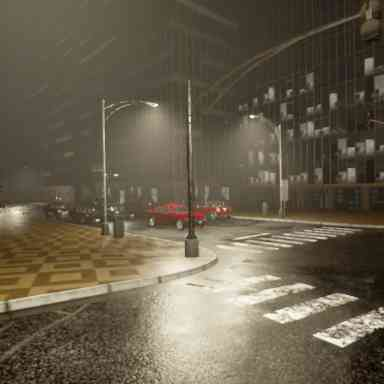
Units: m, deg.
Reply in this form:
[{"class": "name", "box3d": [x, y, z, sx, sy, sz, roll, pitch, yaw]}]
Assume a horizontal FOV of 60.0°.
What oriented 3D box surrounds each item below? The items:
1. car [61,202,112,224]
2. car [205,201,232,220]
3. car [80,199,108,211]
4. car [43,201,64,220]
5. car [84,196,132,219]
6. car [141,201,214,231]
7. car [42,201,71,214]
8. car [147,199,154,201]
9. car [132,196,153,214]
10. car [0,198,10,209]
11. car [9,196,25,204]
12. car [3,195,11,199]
[{"class": "car", "box3d": [-8.688, 1.805, 27.159, 1.947, 1.339, 4.313, -2, 1, -41]}, {"class": "car", "box3d": [1.393, 1.481, 28.331, 1.967, 1.590, 4.097, -2, 1, -41]}, {"class": "car", "box3d": [-13.402, 1.734, 45.414, 1.947, 1.339, 4.313, -2, 1, -41]}, {"class": "car", "box3d": [-12.383, 1.711, 31.423, 1.967, 1.590, 4.097, -2, 1, -41]}, {"class": "car", "box3d": [-8.156, 1.424, 30.503, 2.150, 2.045, 5.566, -1, 0, -41]}, {"class": "car", "box3d": [-1.122, 1.617, 22.385, 1.882, 1.535, 5.008, -1, 1, -41]}, {"class": "car", "box3d": [-16.386, 1.835, 40.040, 1.994, 1.385, 4.181, -2, 1, -41]}, {"class": "car", "box3d": [-2.304, 1.655, 32.602, 1.802, 1.307, 4.206, -2, 1, -41]}, {"class": "car", "box3d": [-6.010, 1.420, 36.867, 2.192, 1.841, 5.009, -2, 1, -41]}, {"class": "car", "box3d": [-30.844, 2.010, 52.750, 1.802, 1.307, 4.206, -2, 1, -41]}, {"class": "car", "box3d": [-39.293, 1.950, 75.309, 1.947, 1.339, 4.313, -2, 1, -41]}, {"class": "car", "box3d": [-42.992, 1.959, 79.580, 1.887, 1.381, 4.507, -2, 1, -41]}]
